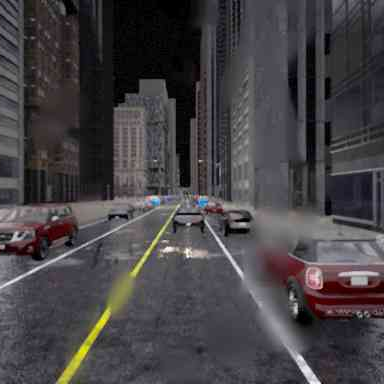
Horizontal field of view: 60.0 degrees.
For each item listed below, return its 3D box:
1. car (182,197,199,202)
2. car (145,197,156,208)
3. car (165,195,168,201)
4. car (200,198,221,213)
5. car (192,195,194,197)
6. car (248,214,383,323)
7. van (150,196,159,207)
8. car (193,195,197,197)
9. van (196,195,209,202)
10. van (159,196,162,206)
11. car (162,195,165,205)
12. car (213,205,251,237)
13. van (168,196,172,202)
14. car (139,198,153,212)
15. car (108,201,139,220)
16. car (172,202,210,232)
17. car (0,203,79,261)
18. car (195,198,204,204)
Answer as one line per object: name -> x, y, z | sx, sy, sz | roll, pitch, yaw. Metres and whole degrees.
car -> -0.535, 1.686, 41.018 | 2.128, 1.511, 4.902 | 0, 0, -1
car -> -6.485, 1.763, 46.460 | 1.752, 1.417, 4.829 | 0, 0, -1
car -> -6.845, 1.660, 69.191 | 2.192, 1.841, 5.009 | 0, 0, -1
car -> 2.215, 1.706, 35.489 | 1.887, 1.381, 4.507 | 0, 0, -1
car -> 1.503, 1.941, 80.608 | 1.947, 1.339, 4.313 | 0, 0, -1
car -> 2.660, 1.468, 7.290 | 1.967, 1.590, 4.097 | 0, 0, -1
van -> -6.578, 1.606, 52.270 | 1.690, 1.788, 3.998 | 0, 0, -1
car -> 1.681, 1.904, 69.328 | 1.802, 1.307, 4.206 | 0, 0, -1
van -> 1.946, 1.583, 52.410 | 1.690, 1.788, 3.998 | 0, 0, -1
van -> -6.667, 1.633, 57.910 | 1.690, 1.788, 3.998 | 0, 0, -1
car -> -6.755, 1.759, 63.550 | 1.967, 1.590, 4.097 | 0, 0, -1
car -> 2.482, 1.647, 18.569 | 1.947, 1.339, 4.313 | 0, 0, -1
van -> -7.201, 1.792, 91.752 | 1.690, 1.788, 3.998 | 0, 0, -1
car -> -6.398, 1.763, 40.990 | 2.008, 1.369, 4.403 | 0, 0, -1
car -> -6.220, 1.724, 29.710 | 1.947, 1.339, 4.313 | 0, 0, -1
car -> -0.221, 1.591, 20.817 | 2.128, 1.511, 4.902 | 0, 0, -1
car -> -5.954, 1.393, 12.791 | 2.192, 1.841, 5.009 | 0, 0, -1
car -> 1.592, 1.930, 74.968 | 1.802, 1.307, 4.206 | 0, 0, -1
